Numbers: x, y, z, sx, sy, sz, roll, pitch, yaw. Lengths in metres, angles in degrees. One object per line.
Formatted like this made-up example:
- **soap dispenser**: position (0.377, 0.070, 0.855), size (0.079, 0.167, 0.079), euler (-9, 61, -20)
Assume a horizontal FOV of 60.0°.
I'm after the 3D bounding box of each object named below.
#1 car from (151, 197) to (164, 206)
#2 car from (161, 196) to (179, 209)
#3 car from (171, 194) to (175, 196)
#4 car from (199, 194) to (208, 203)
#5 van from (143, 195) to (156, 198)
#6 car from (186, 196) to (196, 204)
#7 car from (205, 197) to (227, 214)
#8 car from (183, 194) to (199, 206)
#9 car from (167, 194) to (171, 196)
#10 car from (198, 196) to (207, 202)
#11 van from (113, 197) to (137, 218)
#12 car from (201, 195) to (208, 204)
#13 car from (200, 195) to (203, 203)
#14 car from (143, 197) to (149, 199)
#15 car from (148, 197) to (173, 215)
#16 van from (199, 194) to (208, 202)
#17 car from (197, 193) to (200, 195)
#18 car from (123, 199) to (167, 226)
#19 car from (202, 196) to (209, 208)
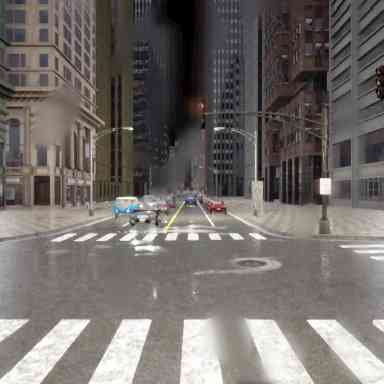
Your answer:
- **car**: position (-5.972, 1.607, 57.527), size (1.802, 1.307, 4.206), euler (0, 0, 0)
- **car**: position (-3.232, 1.580, 46.138), size (1.994, 1.385, 4.181), euler (0, 0, 1)
- **car**: position (-6.070, 1.572, 84.982), size (1.752, 1.417, 4.829), euler (0, 0, 0)
- **car**: position (2.553, 1.574, 63.068), size (1.887, 1.381, 4.507), euler (0, 0, 0)
- **van**: position (-5.934, 1.357, 46.477), size (1.690, 1.788, 3.998), euler (0, 0, 0)
- **car**: position (-0.225, 1.595, 65.145), size (1.994, 1.385, 4.181), euler (0, 0, 0)
- **car**: position (2.662, 1.554, 35.441), size (1.887, 1.381, 4.507), euler (0, 0, 0)
- **car**: position (-0.187, 1.500, 54.725), size (1.882, 1.535, 5.008), euler (0, 0, 0)
- **car**: position (-6.011, 1.584, 68.577), size (2.008, 1.369, 4.403), euler (0, 0, 0)
- **car**: position (2.487, 1.593, 79.644), size (2.008, 1.369, 4.403), euler (0, 0, 0)
- **van**: position (-5.874, 1.347, 29.902), size (1.690, 1.788, 3.998), euler (0, 0, 0)
- **car**: position (2.618, 1.561, 46.492), size (1.887, 1.381, 4.507), euler (0, 0, 0)
- **car**: position (2.595, 1.546, 52.187), size (1.752, 1.417, 4.829), euler (0, 0, 0)
- **car**: position (-5.893, 1.554, 35.427), size (1.887, 1.381, 4.507), euler (0, 0, 0)
- **car**: position (-3.204, 1.534, 33.477), size (1.812, 1.442, 4.674), euler (0, 0, 0)
- **van**: position (2.508, 1.379, 74.119), size (1.690, 1.788, 3.998), euler (0, 0, 0)
- **car**: position (2.530, 1.348, 68.593), size (2.192, 1.841, 5.009), euler (0, 0, 0)
- **car**: position (-3.151, 1.495, 23.322), size (2.128, 1.511, 4.902), euler (0, 0, -1)
- **car**: position (2.640, 1.557, 40.966), size (1.887, 1.381, 4.507), euler (0, 0, 0)
